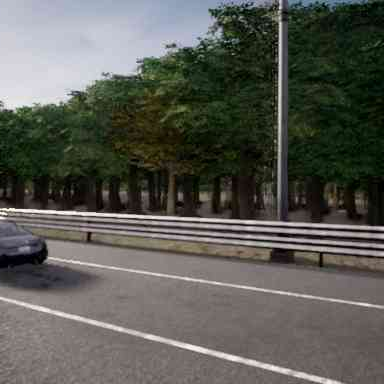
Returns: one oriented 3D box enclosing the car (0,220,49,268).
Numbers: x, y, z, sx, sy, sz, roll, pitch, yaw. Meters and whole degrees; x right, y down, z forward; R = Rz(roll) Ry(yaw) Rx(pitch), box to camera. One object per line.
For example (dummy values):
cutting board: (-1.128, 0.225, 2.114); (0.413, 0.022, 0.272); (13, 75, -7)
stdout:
car: (-6.556, 1.606, 10.574); (4.181, 1.385, 1.994); (0, -1, 30)
